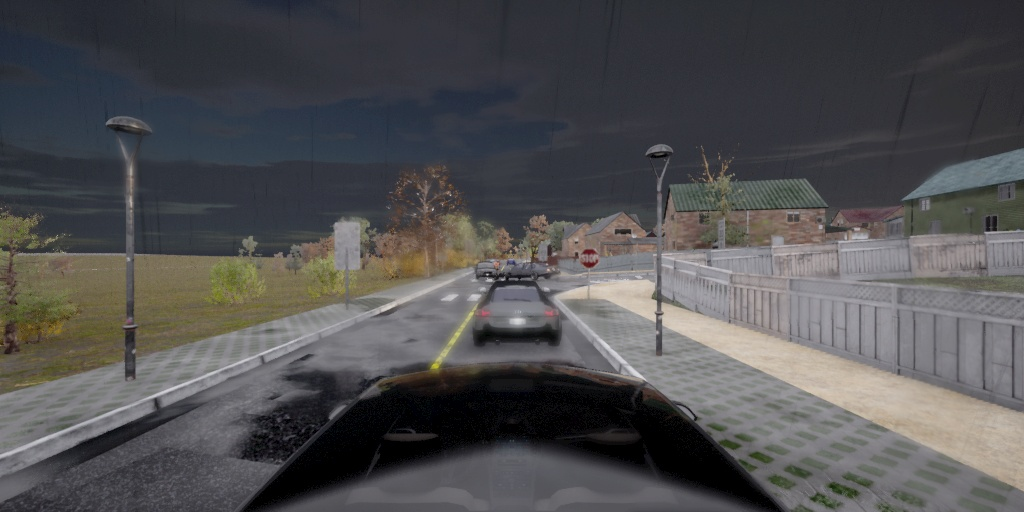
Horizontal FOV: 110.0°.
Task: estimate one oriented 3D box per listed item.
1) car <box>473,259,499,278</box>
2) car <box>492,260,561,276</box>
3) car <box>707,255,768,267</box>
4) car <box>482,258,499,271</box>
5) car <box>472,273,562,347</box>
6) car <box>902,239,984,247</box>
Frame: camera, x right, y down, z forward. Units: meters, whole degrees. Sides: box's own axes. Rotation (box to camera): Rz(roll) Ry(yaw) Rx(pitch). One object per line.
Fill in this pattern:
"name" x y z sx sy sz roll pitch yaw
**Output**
"car" -2.314 1.257 31.287 1.837 1.490 4.892 0 0 -8
"car" 1.280 1.197 28.383 5.357 1.411 2.033 -4 -3 43
"car" 14.343 0.413 22.788 4.181 1.385 1.994 -3 0 16
"car" -2.952 1.120 51.104 2.097 1.767 4.553 0 0 1
"car" 0.086 1.313 9.366 1.994 1.385 4.181 0 0 -1
"car" 23.848 -0.208 20.386 4.902 1.511 2.128 -3 0 14
